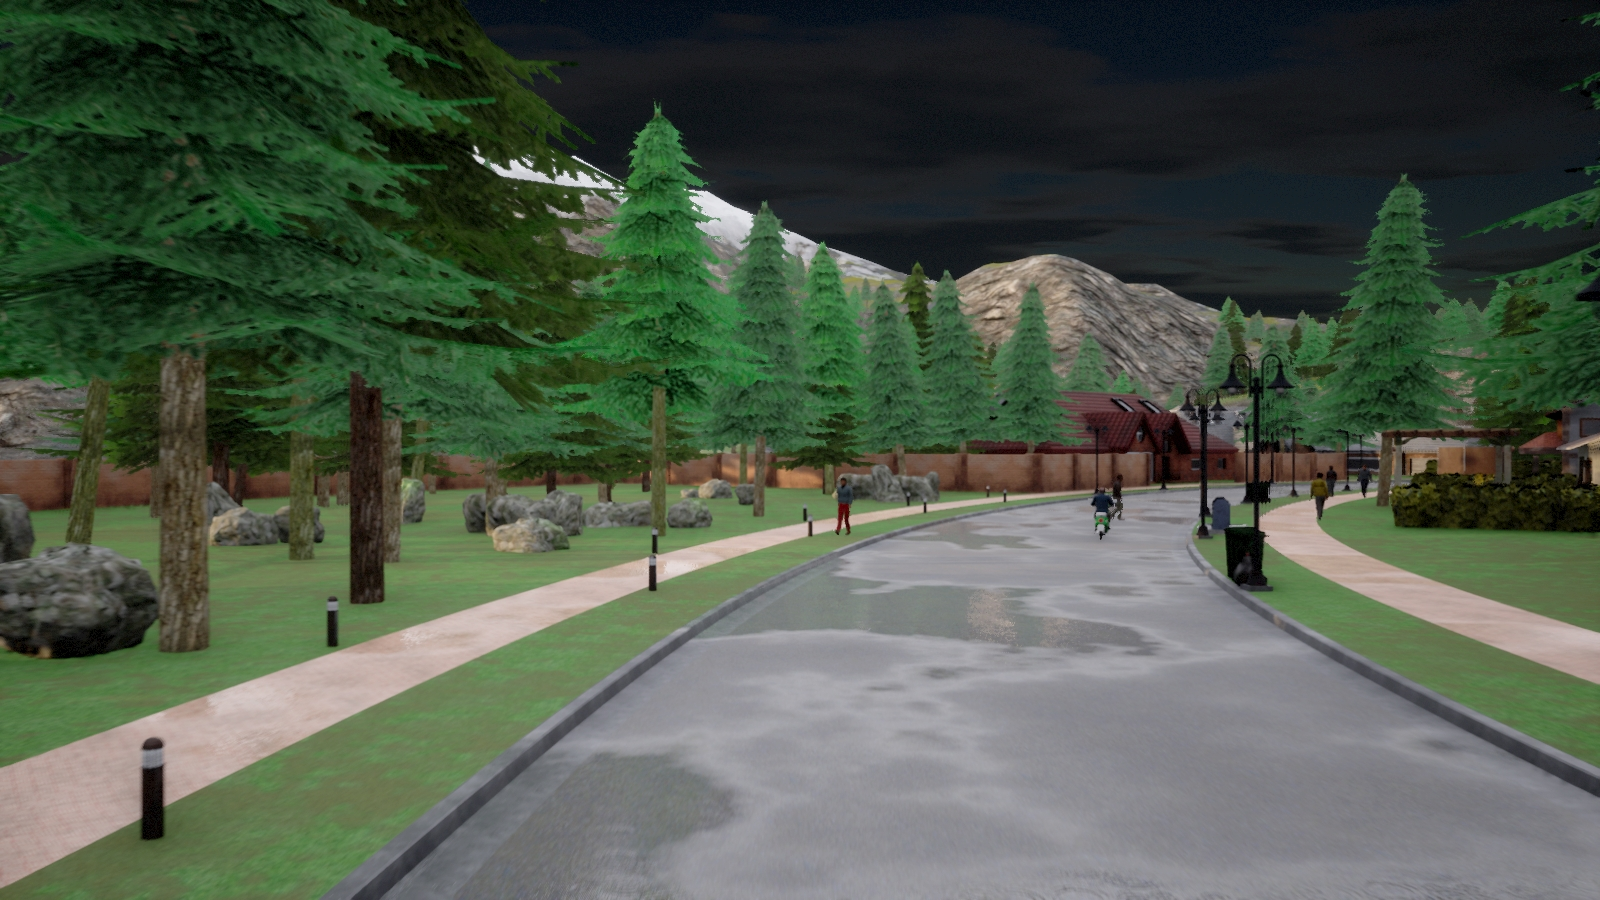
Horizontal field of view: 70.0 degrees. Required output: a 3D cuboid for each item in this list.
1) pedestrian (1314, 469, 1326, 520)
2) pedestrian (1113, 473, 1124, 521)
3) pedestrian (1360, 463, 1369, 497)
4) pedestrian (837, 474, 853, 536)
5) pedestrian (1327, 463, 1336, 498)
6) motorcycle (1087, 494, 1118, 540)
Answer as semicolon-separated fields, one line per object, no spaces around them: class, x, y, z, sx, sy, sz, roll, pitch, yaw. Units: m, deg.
pedestrian;19.465;1.663;42.761;0.375;1.860;0.375;0;0;26
pedestrian;12.453;1.816;44.693;0.375;1.860;0.375;0;0;11
pedestrian;31.154;1.665;63.054;0.375;1.860;0.375;0;0;32
pedestrian;1.374;1.665;34.920;0.375;1.860;0.375;0;0;25
pedestrian;28.864;1.665;62.061;0.375;1.860;0.375;0;0;40
motorcycle;9.621;2.099;36.287;0.856;1.334;1.805;0;0;18
